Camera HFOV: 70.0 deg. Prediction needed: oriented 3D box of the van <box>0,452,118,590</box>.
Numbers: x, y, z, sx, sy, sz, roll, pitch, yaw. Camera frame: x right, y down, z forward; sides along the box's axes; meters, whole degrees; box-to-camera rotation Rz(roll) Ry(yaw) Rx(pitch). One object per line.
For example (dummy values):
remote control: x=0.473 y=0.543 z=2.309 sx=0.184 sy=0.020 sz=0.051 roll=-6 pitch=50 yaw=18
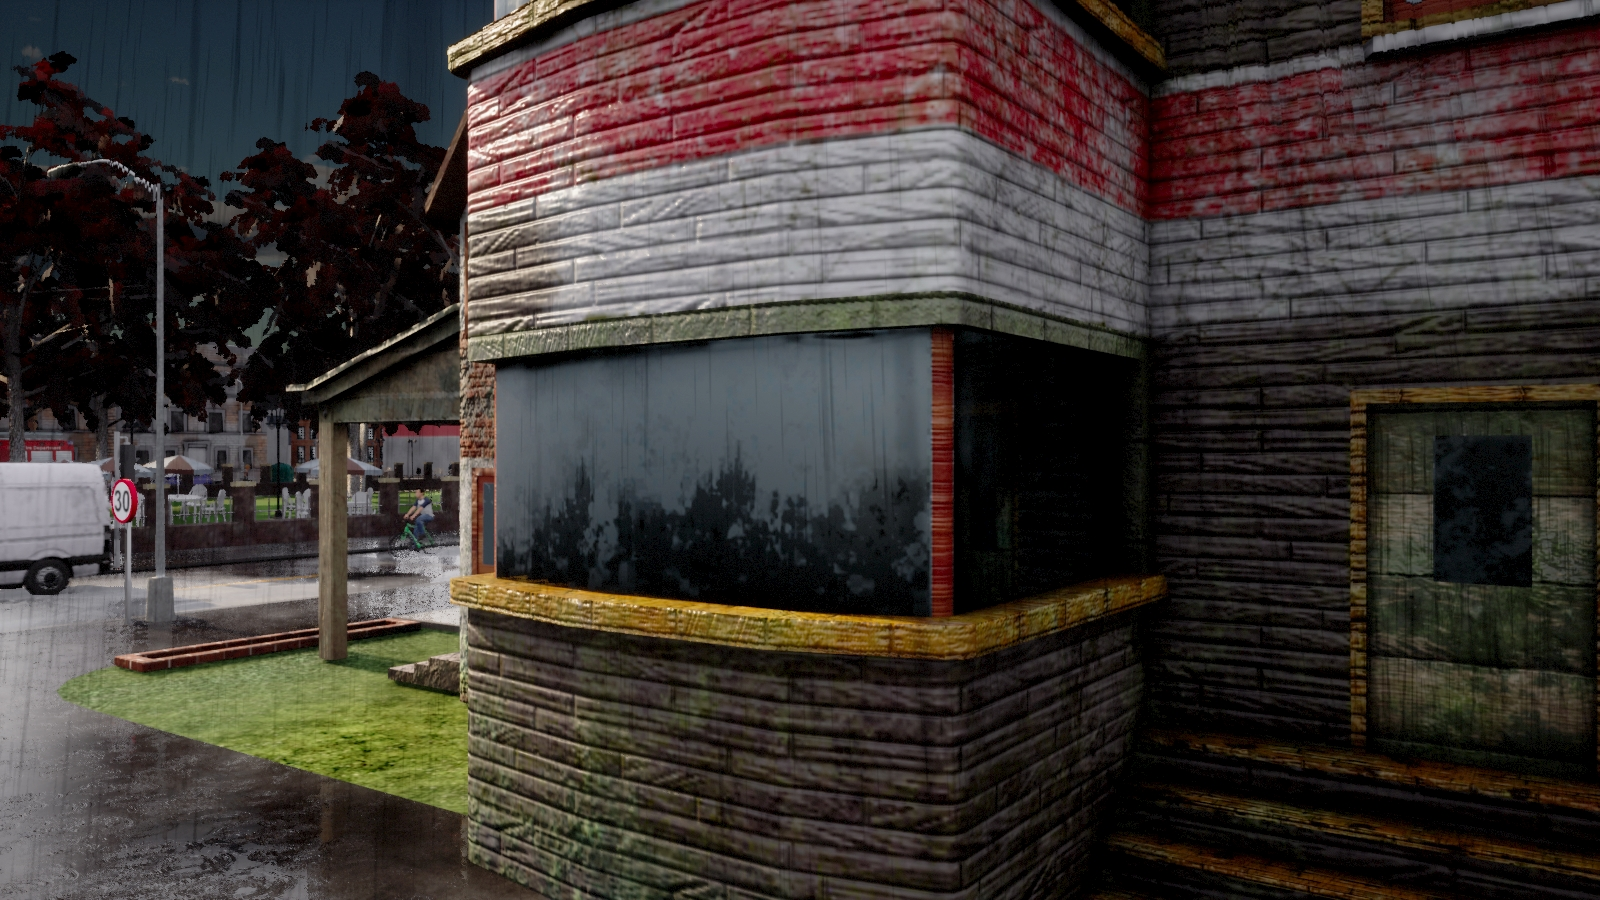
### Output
van: x=-16.219 y=1.315 z=21.103 sx=1.988 sy=2.561 sz=5.915 roll=0 pitch=0 yaw=35

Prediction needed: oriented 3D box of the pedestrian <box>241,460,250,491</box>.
pedestrian: x=-33.170 y=1.524 z=68.343 sx=0.375 sy=1.860 sz=0.375 roll=0 pitch=0 yaw=-38
